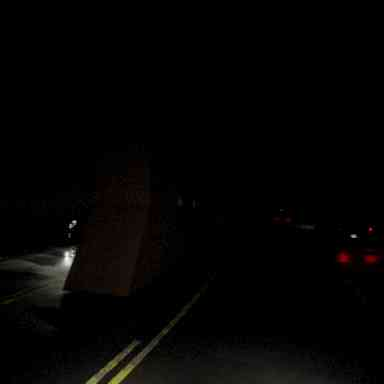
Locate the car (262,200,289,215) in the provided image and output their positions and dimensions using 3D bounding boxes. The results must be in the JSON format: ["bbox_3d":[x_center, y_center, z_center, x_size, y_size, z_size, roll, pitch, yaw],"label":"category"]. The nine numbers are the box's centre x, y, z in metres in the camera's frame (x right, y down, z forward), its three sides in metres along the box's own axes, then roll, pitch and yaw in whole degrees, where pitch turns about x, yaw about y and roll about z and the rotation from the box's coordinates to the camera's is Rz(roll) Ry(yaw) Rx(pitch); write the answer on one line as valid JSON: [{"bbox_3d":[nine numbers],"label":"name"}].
[{"bbox_3d":[8.753,1.557,35.154,2.128,1.511,4.902,1,0,-1],"label":"car"}]

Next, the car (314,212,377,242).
[{"bbox_3d":[7.541,1.663,16.917,1.895,1.301,4.718,1,0,10],"label":"car"}]

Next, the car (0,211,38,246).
[{"bbox_3d":[-7.879,1.449,12.500,1.812,1.442,4.674,1,0,14],"label":"car"}]

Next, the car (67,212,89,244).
[{"bbox_3d":[-3.688,1.312,15.126,2.097,1.767,4.553,1,0,11],"label":"car"}]
